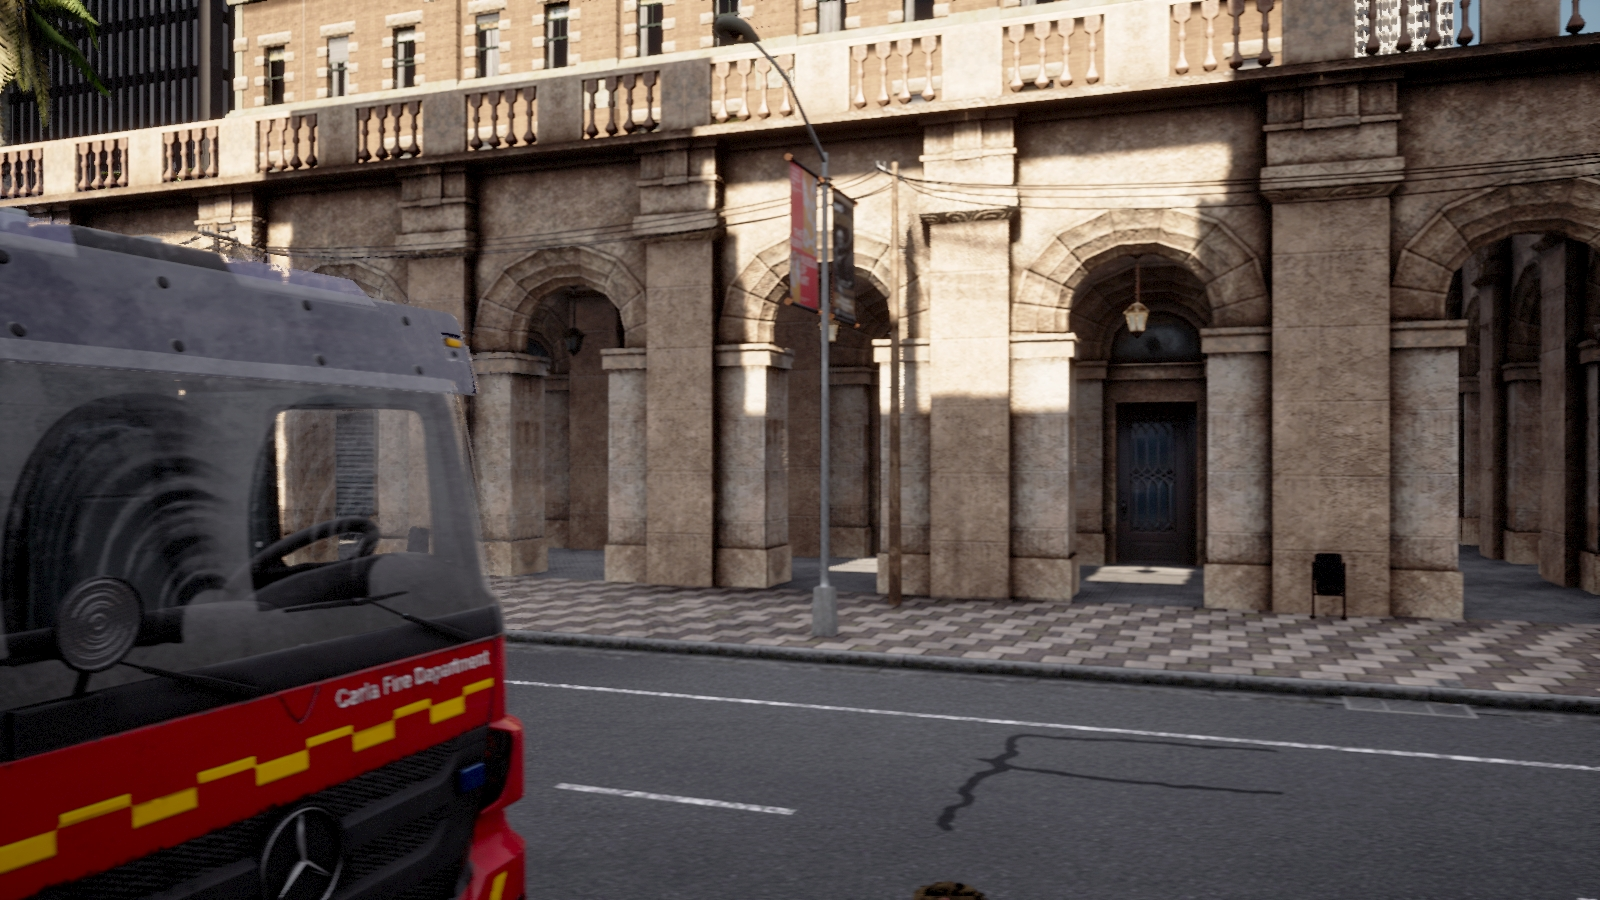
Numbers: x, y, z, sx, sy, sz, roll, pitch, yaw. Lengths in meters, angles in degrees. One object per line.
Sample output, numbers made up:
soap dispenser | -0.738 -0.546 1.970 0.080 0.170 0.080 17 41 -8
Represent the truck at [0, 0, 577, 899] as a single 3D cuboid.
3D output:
truck | -5.424 0.891 4.943 8.468 3.827 2.891 0 0 20
